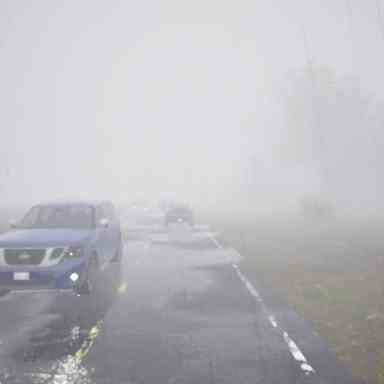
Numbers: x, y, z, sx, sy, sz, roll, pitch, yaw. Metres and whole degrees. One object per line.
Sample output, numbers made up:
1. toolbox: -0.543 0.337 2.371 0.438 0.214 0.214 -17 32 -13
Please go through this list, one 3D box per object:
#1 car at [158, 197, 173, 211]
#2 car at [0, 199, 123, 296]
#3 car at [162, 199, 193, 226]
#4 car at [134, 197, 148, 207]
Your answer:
1. car: -3.137 1.356 41.807 2.097 1.767 4.553 0 0 -8
2. car: -3.308 1.227 9.020 2.150 2.045 5.566 0 0 -2
3. car: -0.971 1.507 23.321 1.837 1.490 4.892 0 0 -5
4. car: -7.922 1.486 51.301 1.882 1.535 5.008 0 0 -10
